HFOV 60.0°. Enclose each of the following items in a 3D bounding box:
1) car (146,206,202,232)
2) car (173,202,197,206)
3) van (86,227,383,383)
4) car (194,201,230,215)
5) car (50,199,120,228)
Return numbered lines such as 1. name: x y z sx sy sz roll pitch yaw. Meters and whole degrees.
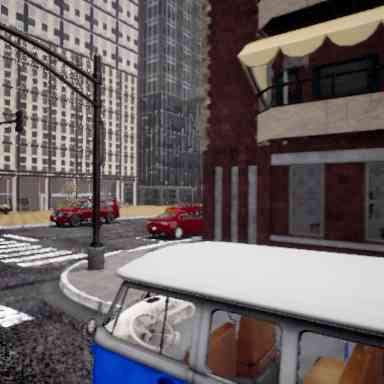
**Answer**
1. car: -0.618 1.726 18.665 1.887 1.381 4.507 0 0 36
2. car: -0.934 1.696 32.534 1.887 1.381 4.507 0 0 36
3. van: 1.032 1.342 2.121 3.998 1.788 1.690 0 1 36
4. car: 2.303 1.748 37.015 1.947 1.339 4.313 0 0 36
5. car: -7.407 1.408 23.574 2.192 1.841 5.009 0 0 36
